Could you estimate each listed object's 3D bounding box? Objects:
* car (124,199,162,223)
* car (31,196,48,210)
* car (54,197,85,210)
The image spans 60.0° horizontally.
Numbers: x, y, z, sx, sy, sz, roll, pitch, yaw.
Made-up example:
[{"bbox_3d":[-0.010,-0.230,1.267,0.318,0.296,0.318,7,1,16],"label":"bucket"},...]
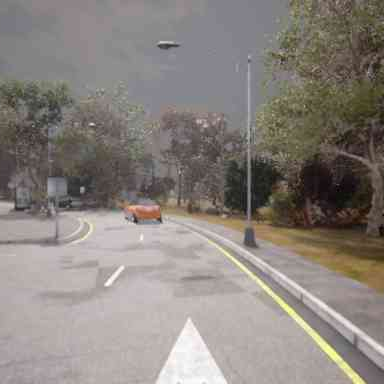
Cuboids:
[{"bbox_3d":[-3.884,1.311,25.627,2.097,1.767,4.553,0,0,-22],"label":"car"},{"bbox_3d":[-18.650,1.293,39.477,4.892,1.490,1.837,2,1,40],"label":"car"},{"bbox_3d":[-14.624,1.327,39.513,4.902,1.511,2.128,2,1,42],"label":"car"}]
